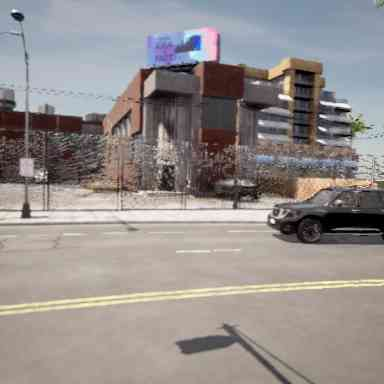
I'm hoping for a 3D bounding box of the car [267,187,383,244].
[{"bbox_3d":[5.824,0.821,12.908,5.566,2.045,2.150,1,2,-6],"label":"car"}]

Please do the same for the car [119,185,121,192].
[{"bbox_3d":[-10.005,-0.634,40.311,4.674,1.452,2.002,1,3,-21],"label":"car"}]
